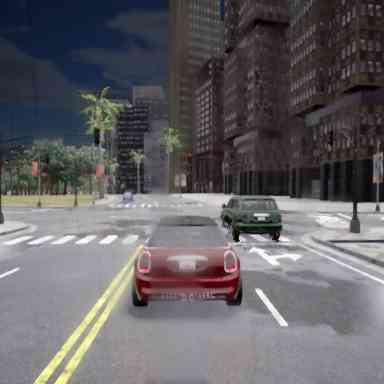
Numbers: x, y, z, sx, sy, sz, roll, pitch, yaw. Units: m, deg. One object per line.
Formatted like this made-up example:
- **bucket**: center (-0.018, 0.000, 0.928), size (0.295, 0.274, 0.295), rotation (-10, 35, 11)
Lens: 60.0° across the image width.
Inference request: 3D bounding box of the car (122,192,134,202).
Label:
- **car**: center (-12.054, 1.010, 62.517), size (1.812, 1.442, 4.674), rotation (0, 1, -9)

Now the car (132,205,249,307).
- **car**: center (-0.130, 1.343, 8.145), size (2.097, 1.767, 4.553), rotation (0, 0, -1)

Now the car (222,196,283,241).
- **car**: center (2.821, 1.204, 16.749), size (2.150, 2.045, 5.566), rotation (0, 0, -3)

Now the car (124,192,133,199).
- **car**: center (-15.029, 0.737, 78.468), size (1.882, 1.535, 5.008), rotation (0, 1, -12)
